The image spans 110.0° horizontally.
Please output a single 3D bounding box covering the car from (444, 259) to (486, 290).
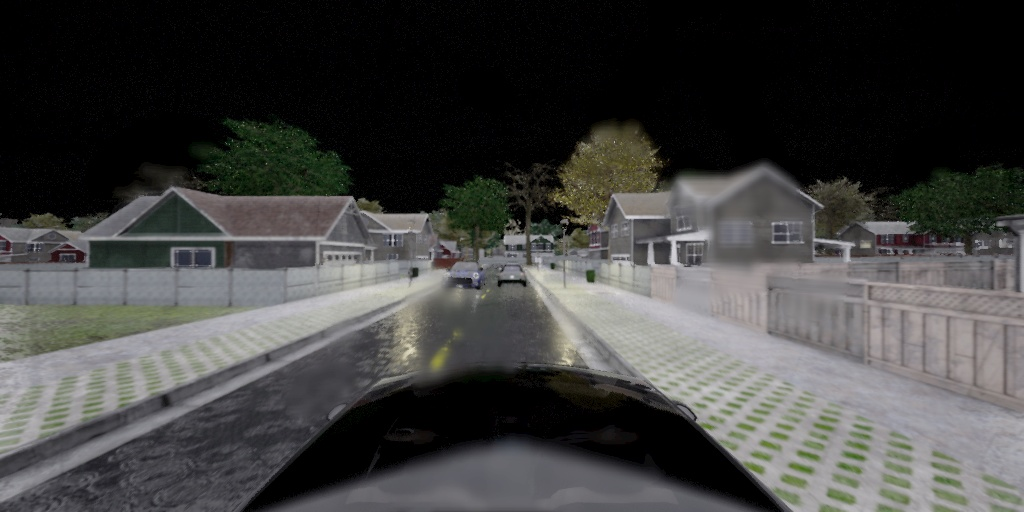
[{"bbox_3d":[-2.775,1.077,21.893,2.097,1.767,4.553,0,0,1],"label":"car"}]

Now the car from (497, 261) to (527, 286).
[{"bbox_3d":[0.016,1.287,24.690,1.994,1.385,4.181,0,0,0],"label":"car"}]
